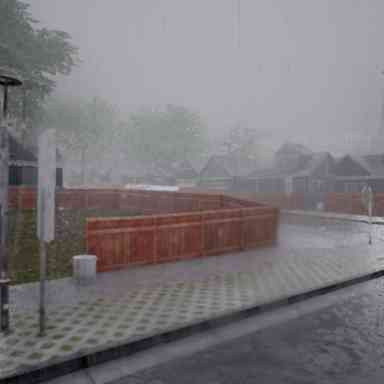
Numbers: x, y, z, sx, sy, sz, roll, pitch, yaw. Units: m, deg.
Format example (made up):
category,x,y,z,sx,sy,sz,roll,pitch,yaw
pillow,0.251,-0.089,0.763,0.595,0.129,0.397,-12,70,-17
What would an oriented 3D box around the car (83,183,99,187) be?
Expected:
category,x,y,z,sx,sy,sz,roll,pitch,yaw
car,-14.984,-0.471,49.549,2.097,1.767,4.553,1,2,-35
